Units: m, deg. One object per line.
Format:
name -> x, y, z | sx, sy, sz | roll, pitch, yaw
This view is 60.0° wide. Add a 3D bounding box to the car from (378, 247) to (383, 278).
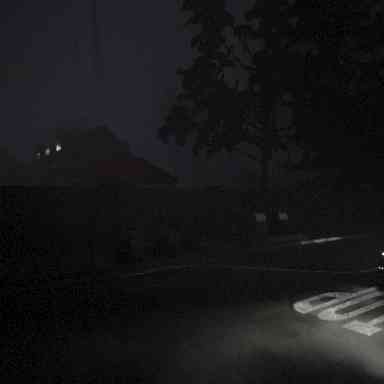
car -> 6.751, 1.493, 8.538 | 4.902, 1.511, 2.128 | 0, 0, -32
